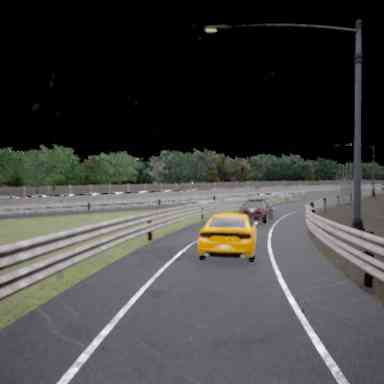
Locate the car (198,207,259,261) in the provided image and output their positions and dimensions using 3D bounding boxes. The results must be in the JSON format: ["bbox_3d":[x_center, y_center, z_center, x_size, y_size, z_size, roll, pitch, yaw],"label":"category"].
[{"bbox_3d":[1.483,1.554,12.736,1.882,1.535,5.008,0,0,11],"label":"car"}]

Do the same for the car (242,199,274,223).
[{"bbox_3d":[5.055,1.348,25.780,2.097,1.767,4.553,1,1,21],"label":"car"}]
